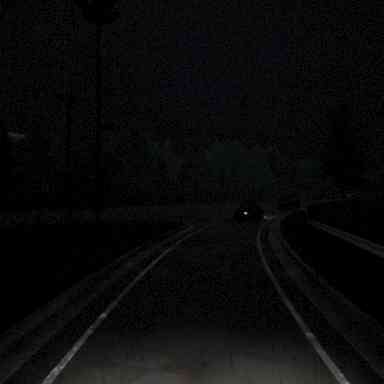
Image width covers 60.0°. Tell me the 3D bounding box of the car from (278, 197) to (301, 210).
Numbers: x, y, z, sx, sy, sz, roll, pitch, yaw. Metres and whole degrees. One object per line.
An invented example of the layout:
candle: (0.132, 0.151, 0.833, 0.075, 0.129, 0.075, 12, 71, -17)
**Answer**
car: (12.948, 1.378, 44.101, 2.097, 1.767, 4.553, 0, 0, 31)

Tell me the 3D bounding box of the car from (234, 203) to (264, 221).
car: (4.736, 1.578, 27.294, 1.994, 1.385, 4.181, 0, 0, 18)
